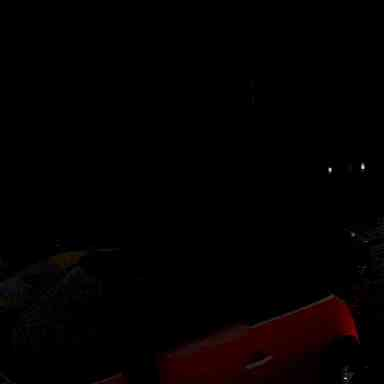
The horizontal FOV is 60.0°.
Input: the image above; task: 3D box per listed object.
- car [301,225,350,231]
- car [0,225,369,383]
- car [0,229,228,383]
[{"bbox_3d":[2.891,1.560,8.599,4.313,1.339,1.947,0,0,-35],"label":"car"},{"bbox_3d":[-0.506,1.351,3.003,4.553,1.767,2.097,0,0,-35],"label":"car"},{"bbox_3d":[-1.847,1.524,5.220,4.829,1.417,1.752,0,0,-35],"label":"car"}]
